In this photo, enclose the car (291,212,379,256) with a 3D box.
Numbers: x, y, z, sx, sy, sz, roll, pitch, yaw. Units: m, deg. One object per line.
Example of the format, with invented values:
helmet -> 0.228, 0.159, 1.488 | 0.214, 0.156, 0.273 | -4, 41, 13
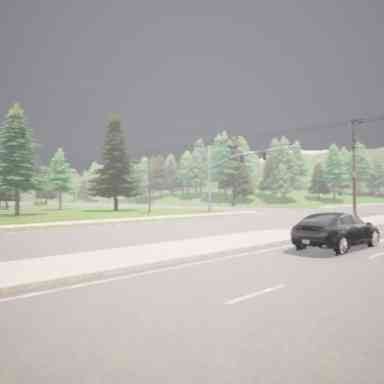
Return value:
car -> 5.998, 1.595, 13.737 | 4.892, 1.490, 1.837 | 1, -1, -40
